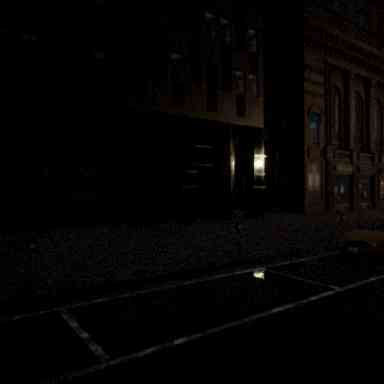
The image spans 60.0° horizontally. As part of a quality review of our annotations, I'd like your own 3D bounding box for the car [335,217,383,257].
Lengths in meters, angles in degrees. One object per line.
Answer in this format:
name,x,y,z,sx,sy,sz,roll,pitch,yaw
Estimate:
car,6.881,1.437,11.553,4.829,1.417,1.752,-1,0,-35
